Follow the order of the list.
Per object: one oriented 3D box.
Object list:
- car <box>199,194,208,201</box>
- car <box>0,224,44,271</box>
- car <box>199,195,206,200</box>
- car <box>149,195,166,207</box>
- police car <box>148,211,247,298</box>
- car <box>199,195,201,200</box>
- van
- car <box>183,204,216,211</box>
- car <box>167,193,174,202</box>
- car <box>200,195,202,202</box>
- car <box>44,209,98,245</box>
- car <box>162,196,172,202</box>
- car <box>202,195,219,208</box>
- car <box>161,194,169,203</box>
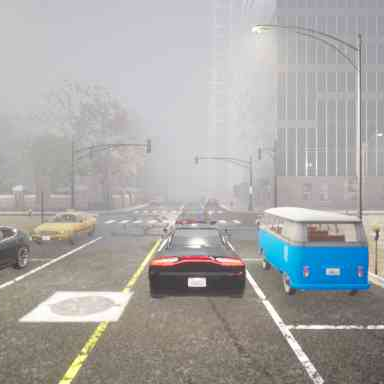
[{"bbox_3d":[2.786,1.388,80.620,1.967,1.590,4.097,0,0,0],"label":"car"},{"bbox_3d":[-5.761,1.562,8.417,1.947,1.339,4.313,0,0,0],"label":"car"},{"bbox_3d":[2.799,1.452,92.156,1.752,1.417,4.829,0,0,0],"label":"car"},{"bbox_3d":[-5.629,1.517,52.222,1.887,1.381,4.507,0,0,0],"label":"car"},{"bbox_3d":[0.106,1.501,8.593,2.038,1.542,4.974,0,0,0],"label":"police car"},{"bbox_3d":[2.778,1.521,74.939,1.947,1.339,4.313,0,0,0],"label":"car"},{"bbox_3d":[2.783,1.337,8.408,1.690,1.788,3.998,0,0,0],"label":"van"},{"bbox_3d":[0.119,1.555,17.556,1.994,1.385,4.181,0,0,0],"label":"car"},{"bbox_3d":[-5.608,1.276,69.271,2.192,1.841,5.009,0,0,0],"label":"car"},{"bbox_3d":[2.752,1.538,52.214,1.947,1.339,4.313,0,0,0],"label":"car"},{"bbox_3d":[-5.801,1.518,15.651,1.752,1.417,4.829,0,0,0],"label":"car"},{"bbox_3d":[-5.603,1.537,74.953,1.802,1.307,4.206,0,0,0],"label":"car"},{"bbox_3d":[2.746,1.416,46.534,1.967,1.590,4.097,0,0,0],"label":"car"},{"bbox_3d":[-5.623,1.520,57.904,2.008,1.369,4.403,0,0,0],"label":"car"}]
